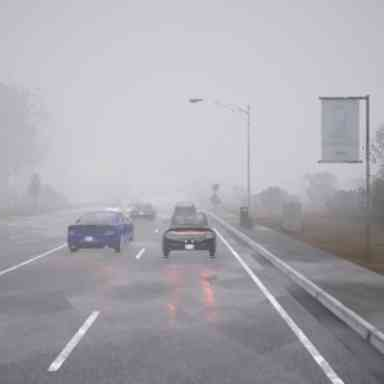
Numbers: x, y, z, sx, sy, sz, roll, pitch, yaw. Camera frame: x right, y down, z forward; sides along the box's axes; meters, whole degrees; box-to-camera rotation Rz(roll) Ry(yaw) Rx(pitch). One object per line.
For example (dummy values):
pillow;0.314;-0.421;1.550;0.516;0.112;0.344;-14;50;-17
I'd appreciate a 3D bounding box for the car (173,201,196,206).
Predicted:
car;-0.634;1.563;29.682;1.882;1.535;5.008;0;0;-2

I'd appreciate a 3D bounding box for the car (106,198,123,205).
car;-12.222;1.651;52.590;2.128;1.511;4.902;0;0;-2

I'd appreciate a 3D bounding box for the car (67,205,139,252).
car;-3.644;1.521;14.086;1.882;1.535;5.008;0;-1;-1

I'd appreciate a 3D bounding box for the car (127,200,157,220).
car;-4.096;1.649;28.474;1.994;1.385;4.181;0;0;-2

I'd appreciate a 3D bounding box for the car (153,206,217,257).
car;-0.121;1.530;13.012;2.128;1.511;4.902;0;0;-1

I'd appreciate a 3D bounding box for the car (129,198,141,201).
car;-8.643;1.655;50.419;1.837;1.490;4.892;0;0;-2
